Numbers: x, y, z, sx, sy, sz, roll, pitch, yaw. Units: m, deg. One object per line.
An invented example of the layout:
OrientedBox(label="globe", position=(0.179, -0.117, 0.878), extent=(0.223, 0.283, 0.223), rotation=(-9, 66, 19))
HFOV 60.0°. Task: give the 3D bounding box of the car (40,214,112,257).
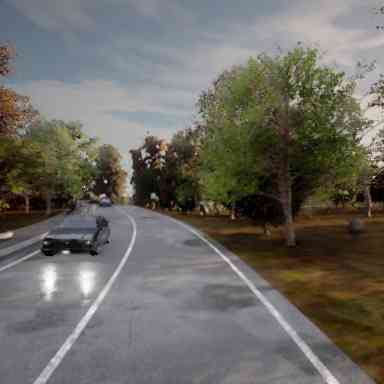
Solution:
OrientedBox(label="car", position=(-4.473, 1.630, 13.697), extent=(2.033, 1.411, 5.357), rotation=(0, 0, -7))

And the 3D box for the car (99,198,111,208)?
OrientedBox(label="car", position=(-14.058, 1.773, 53.955), extent=(1.812, 1.442, 4.674), rotation=(1, 0, -16))
